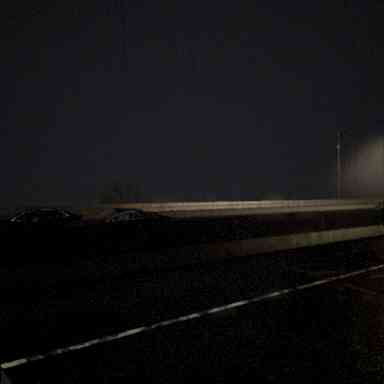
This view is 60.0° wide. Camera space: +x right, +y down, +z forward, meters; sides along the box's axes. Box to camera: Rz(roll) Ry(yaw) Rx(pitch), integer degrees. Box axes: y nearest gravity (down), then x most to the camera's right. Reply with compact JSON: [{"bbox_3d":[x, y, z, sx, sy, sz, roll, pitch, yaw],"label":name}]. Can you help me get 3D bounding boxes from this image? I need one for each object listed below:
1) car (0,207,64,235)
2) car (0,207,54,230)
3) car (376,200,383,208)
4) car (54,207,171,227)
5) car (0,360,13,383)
[{"bbox_3d":[-9.797,1.594,18.485,4.718,1.301,1.895,0,0,-35],"label":"car"},{"bbox_3d":[-7.538,1.499,15.793,4.892,1.490,1.837,0,0,-35],"label":"car"},{"bbox_3d":[25.523,1.604,42.852,4.181,1.385,1.994,0,0,-34],"label":"car"},{"bbox_3d":[-3.124,1.484,14.629,4.902,1.511,2.128,0,0,-35],"label":"car"},{"bbox_3d":[-3.340,1.603,1.359,4.718,1.301,1.895,0,0,-36],"label":"car"}]
